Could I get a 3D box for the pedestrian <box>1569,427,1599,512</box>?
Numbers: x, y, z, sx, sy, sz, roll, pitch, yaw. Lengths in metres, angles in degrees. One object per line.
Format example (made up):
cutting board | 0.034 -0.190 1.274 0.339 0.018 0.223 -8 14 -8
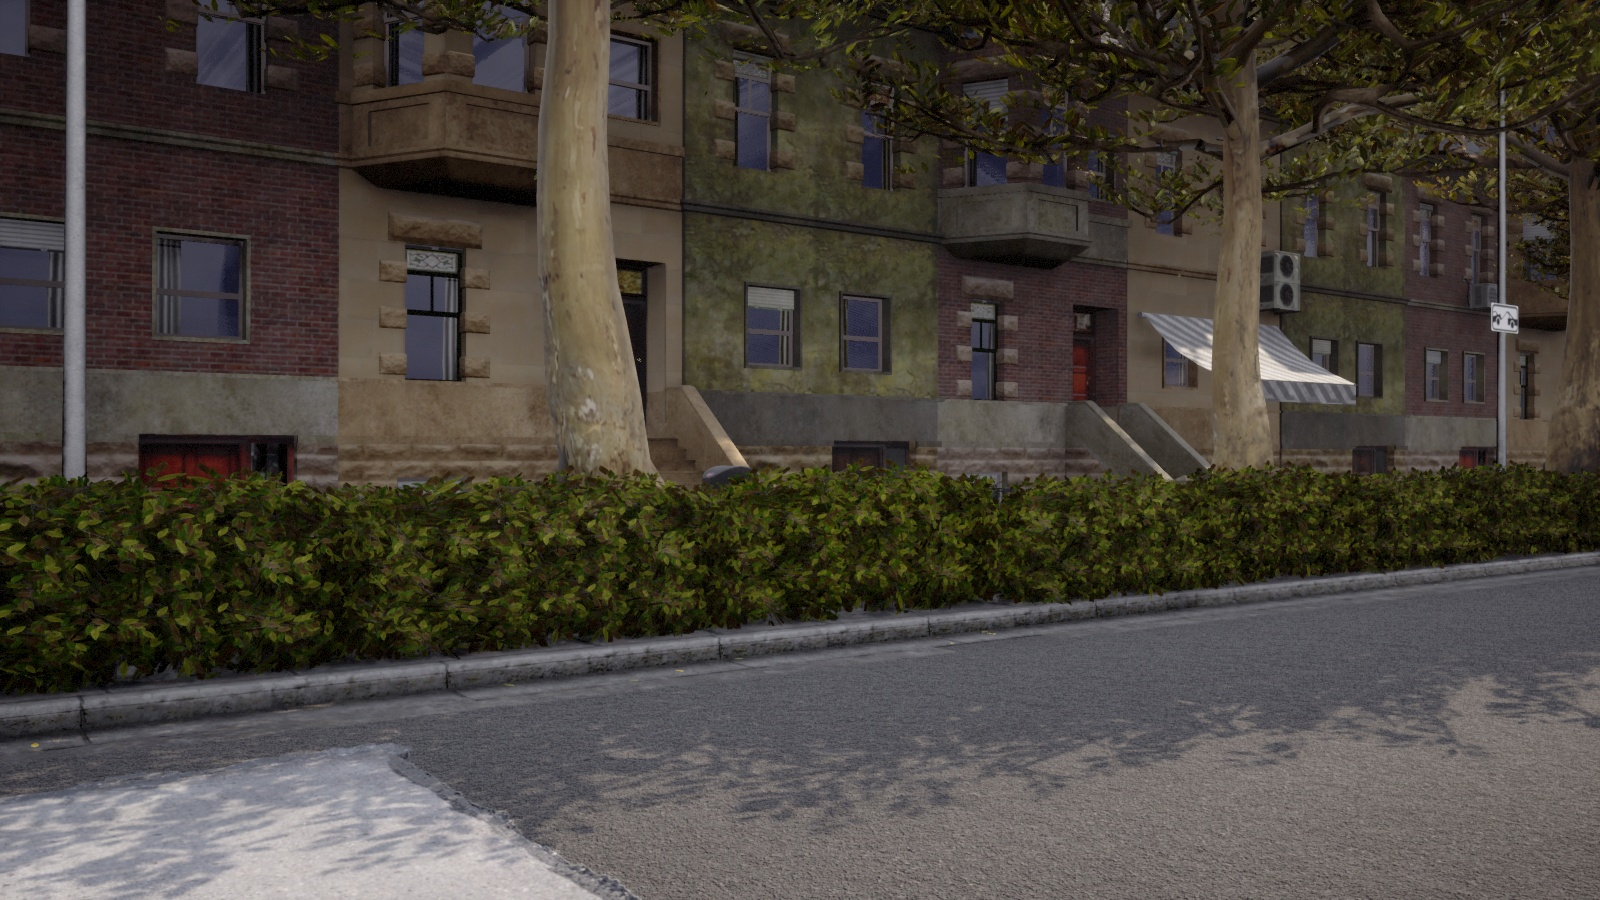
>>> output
pedestrian | 17.767 0.433 28.134 0.849 1.883 0.563 0 0 -31
